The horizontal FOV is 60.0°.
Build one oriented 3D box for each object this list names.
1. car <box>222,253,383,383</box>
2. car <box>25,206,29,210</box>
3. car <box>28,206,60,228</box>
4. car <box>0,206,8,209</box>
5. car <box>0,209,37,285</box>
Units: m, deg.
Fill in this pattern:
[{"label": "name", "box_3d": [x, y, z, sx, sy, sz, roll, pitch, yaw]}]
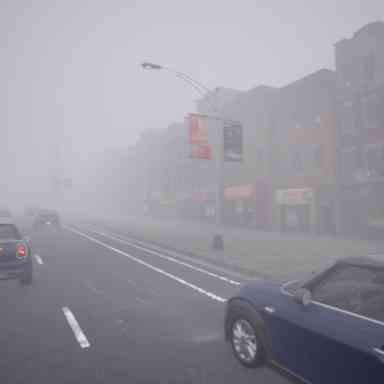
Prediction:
[{"label": "car", "box_3d": [2.286, 1.497, 3.808, 2.097, 1.767, 4.553, 2, -2, -29]}, {"label": "car", "box_3d": [-19.171, 2.393, 39.815, 1.837, 1.490, 4.892, 2, -2, -29]}, {"label": "car", "box_3d": [-11.734, 2.077, 26.595, 1.837, 1.490, 4.892, 2, -1, -29]}, {"label": "car", "box_3d": [-19.809, 2.227, 34.419, 1.812, 1.442, 4.674, 2, -2, -29]}, {"label": "car", "box_3d": [-5.952, 1.547, 9.732, 2.097, 1.767, 4.553, 2, -2, -29]}]
